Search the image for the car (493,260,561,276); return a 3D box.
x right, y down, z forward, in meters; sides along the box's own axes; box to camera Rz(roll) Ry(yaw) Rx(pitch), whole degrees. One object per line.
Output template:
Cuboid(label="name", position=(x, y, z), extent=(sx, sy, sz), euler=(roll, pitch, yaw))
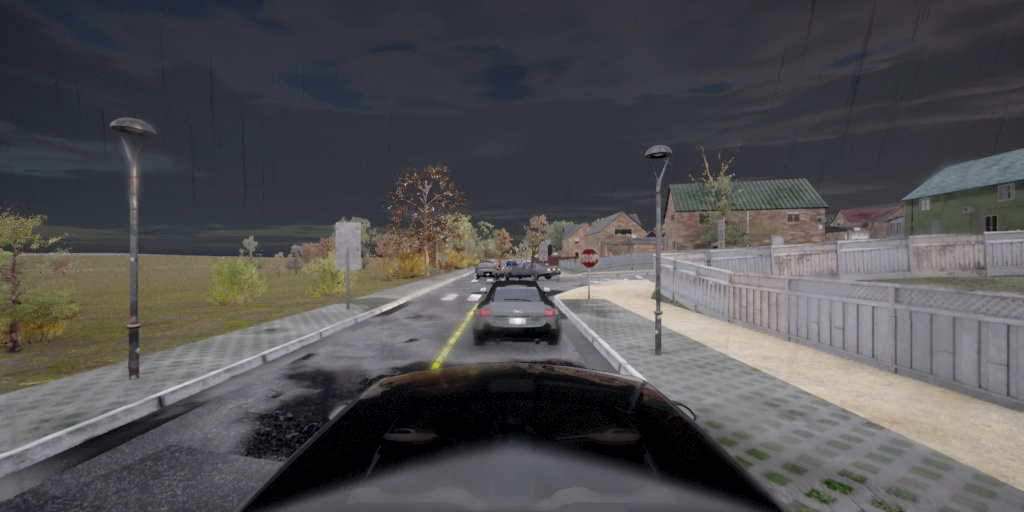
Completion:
Cuboid(label="car", position=(1.297, 1.192, 28.430), extent=(5.357, 1.411, 2.033), euler=(-4, -3, 43))

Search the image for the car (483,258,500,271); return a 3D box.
Cuboid(label="car", position=(-2.920, 1.109, 51.153), extent=(2.097, 1.767, 4.553), euler=(0, 0, 1))

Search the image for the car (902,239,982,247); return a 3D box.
Cuboid(label="car", position=(23.860, -0.213, 20.417), extent=(4.902, 1.511, 2.128), euler=(-3, 0, 14))

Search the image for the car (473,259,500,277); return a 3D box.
Cuboid(label="car", position=(-2.294, 1.251, 31.336), extent=(1.837, 1.490, 4.892), euler=(0, 0, -8))

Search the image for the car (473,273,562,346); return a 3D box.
Cuboid(label="car", position=(0.091, 1.311, 9.414), extent=(1.994, 1.385, 4.181), euler=(0, 0, -1))

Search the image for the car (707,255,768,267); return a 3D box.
Cuboid(label="car", position=(14.356, 0.408, 22.825), extent=(4.181, 1.385, 1.994), euler=(-3, 0, 16))
